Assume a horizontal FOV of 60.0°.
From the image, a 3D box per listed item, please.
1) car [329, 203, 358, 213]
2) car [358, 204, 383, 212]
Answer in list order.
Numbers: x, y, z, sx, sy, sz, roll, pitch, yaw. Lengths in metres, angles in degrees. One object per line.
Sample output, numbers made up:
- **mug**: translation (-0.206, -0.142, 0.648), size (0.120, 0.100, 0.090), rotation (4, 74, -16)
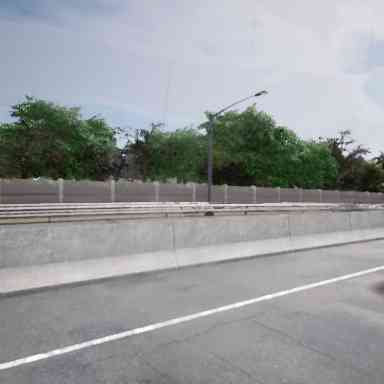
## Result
- **car**: translation (17.660, 2.033, 37.952), size (4.892, 1.490, 1.837), rotation (2, -1, -35)
- **car**: translation (20.424, 2.043, 35.622), size (4.902, 1.511, 2.128), rotation (2, -1, -35)
